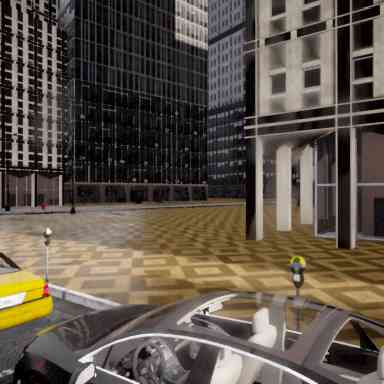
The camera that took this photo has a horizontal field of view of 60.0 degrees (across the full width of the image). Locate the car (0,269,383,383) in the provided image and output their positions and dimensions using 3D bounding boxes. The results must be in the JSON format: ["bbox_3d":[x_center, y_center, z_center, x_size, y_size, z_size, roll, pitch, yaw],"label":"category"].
[{"bbox_3d":[0.256,1.551,2.694,4.403,1.369,2.008,0,0,36],"label":"car"}]

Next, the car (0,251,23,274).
[{"bbox_3d":[-4.498,1.525,6.087,4.829,1.417,1.752,0,0,36],"label":"car"}]
